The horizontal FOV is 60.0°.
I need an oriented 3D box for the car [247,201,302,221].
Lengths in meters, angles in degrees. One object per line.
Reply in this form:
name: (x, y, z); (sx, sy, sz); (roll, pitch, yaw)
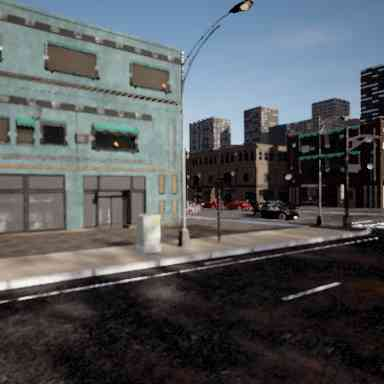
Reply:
car: (7.317, 1.752, 29.303); (1.947, 1.339, 4.313); (-2, 0, -35)

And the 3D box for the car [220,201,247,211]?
car: (6.198, 1.819, 45.540); (1.802, 1.307, 4.206); (-2, 0, -35)

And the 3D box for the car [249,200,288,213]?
car: (9.407, 1.725, 41.030); (2.008, 1.369, 4.403); (-2, 0, -35)

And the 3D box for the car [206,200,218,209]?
car: (2.990, 1.881, 50.050); (1.802, 1.307, 4.206); (-2, 0, -35)

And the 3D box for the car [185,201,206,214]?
car: (-0.632, 1.784, 40.679); (1.967, 1.590, 4.097); (-2, 0, -35)
